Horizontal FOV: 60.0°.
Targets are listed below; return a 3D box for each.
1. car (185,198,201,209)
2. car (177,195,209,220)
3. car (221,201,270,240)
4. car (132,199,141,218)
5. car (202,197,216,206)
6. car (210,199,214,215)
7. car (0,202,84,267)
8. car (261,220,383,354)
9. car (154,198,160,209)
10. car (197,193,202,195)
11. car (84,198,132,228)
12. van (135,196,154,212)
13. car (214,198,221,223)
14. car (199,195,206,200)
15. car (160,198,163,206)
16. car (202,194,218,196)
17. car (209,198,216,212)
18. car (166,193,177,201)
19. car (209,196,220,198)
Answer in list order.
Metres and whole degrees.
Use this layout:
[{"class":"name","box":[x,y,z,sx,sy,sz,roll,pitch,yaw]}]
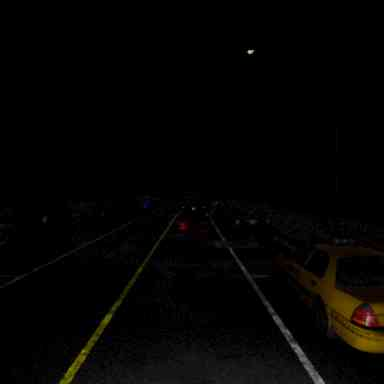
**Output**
[{"class":"car","box":[0.113,1.564,45.338,1.994,1.385,4.181,0,0,0]},{"class":"car","box":[0.105,1.350,28.183,2.097,1.767,4.553,0,0,0]},{"class":"car","box":[2.763,1.437,16.998,1.967,1.590,4.097,0,0,0]},{"class":"car","box":[-5.759,1.542,27.863,1.887,1.381,4.507,0,0,0]},{"class":"car","box":[2.774,1.566,54.974,1.947,1.339,4.313,0,0,0]},{"class":"car","box":[2.765,1.542,27.848,1.887,1.381,4.507,0,0,0]},{"class":"car","box":[-5.763,1.312,11.585,2.192,1.841,5.009,0,0,0]},{"class":"car","box":[2.761,1.523,6.318,1.752,1.417,4.829,0,0,0]},{"class":"car","box":[-5.755,1.440,44.141,1.967,1.590,4.097,0,0,0]},{"class":"car","box":[2.780,1.557,81.411,1.947,1.339,4.313,0,0,0]},{"class":"car","box":[-5.761,1.312,22.437,2.192,1.841,5.009,0,0,0]},{"class":"van","box":[-5.757,1.341,38.715,1.690,1.788,3.998,0,0,0]},{"class":"car","box":[2.764,1.437,22.423,1.967,1.590,4.097,0,0,0]},{"class":"car","box":[2.783,1.511,92.421,1.752,1.417,4.829,0,0,0]},{"class":"car","box":[-5.752,1.581,54.994,1.802,1.307,4.206,0,0,0]},{"class":"car","box":[2.770,1.315,44.123,2.192,1.841,5.009,0,0,0]},{"class":"car","box":[2.768,1.550,33.273,2.008,1.369,4.403,0,0,0]},{"class":"car","box":[-5.744,1.539,86.853,2.008,1.369,4.403,0,0,0]},{"class":"car","box":[2.769,1.525,38.868,1.752,1.417,4.829,0,0,0]}]
